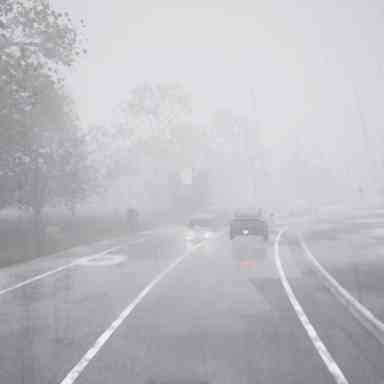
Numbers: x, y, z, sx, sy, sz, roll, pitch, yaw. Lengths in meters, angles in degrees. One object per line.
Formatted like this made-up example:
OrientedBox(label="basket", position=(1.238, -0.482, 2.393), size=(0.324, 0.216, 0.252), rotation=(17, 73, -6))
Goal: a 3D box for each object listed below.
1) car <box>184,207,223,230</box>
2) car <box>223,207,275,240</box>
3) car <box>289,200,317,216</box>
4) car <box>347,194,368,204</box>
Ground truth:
OrientedBox(label="car", position=(1.272, 1.713, 22.630), size=(2.033, 1.411, 5.357), rotation=(-2, -1, 21))
OrientedBox(label="car", position=(3.173, 1.559, 17.430), size=(1.837, 1.490, 4.892), rotation=(-2, -1, 18))
OrientedBox(label="car", position=(11.215, 1.573, 33.671), size=(1.812, 1.442, 4.674), rotation=(-4, -2, 34))
OrientedBox(label="car", position=(27.346, 1.127, 55.008), size=(4.902, 1.511, 2.128), rotation=(-3, -2, -40))
